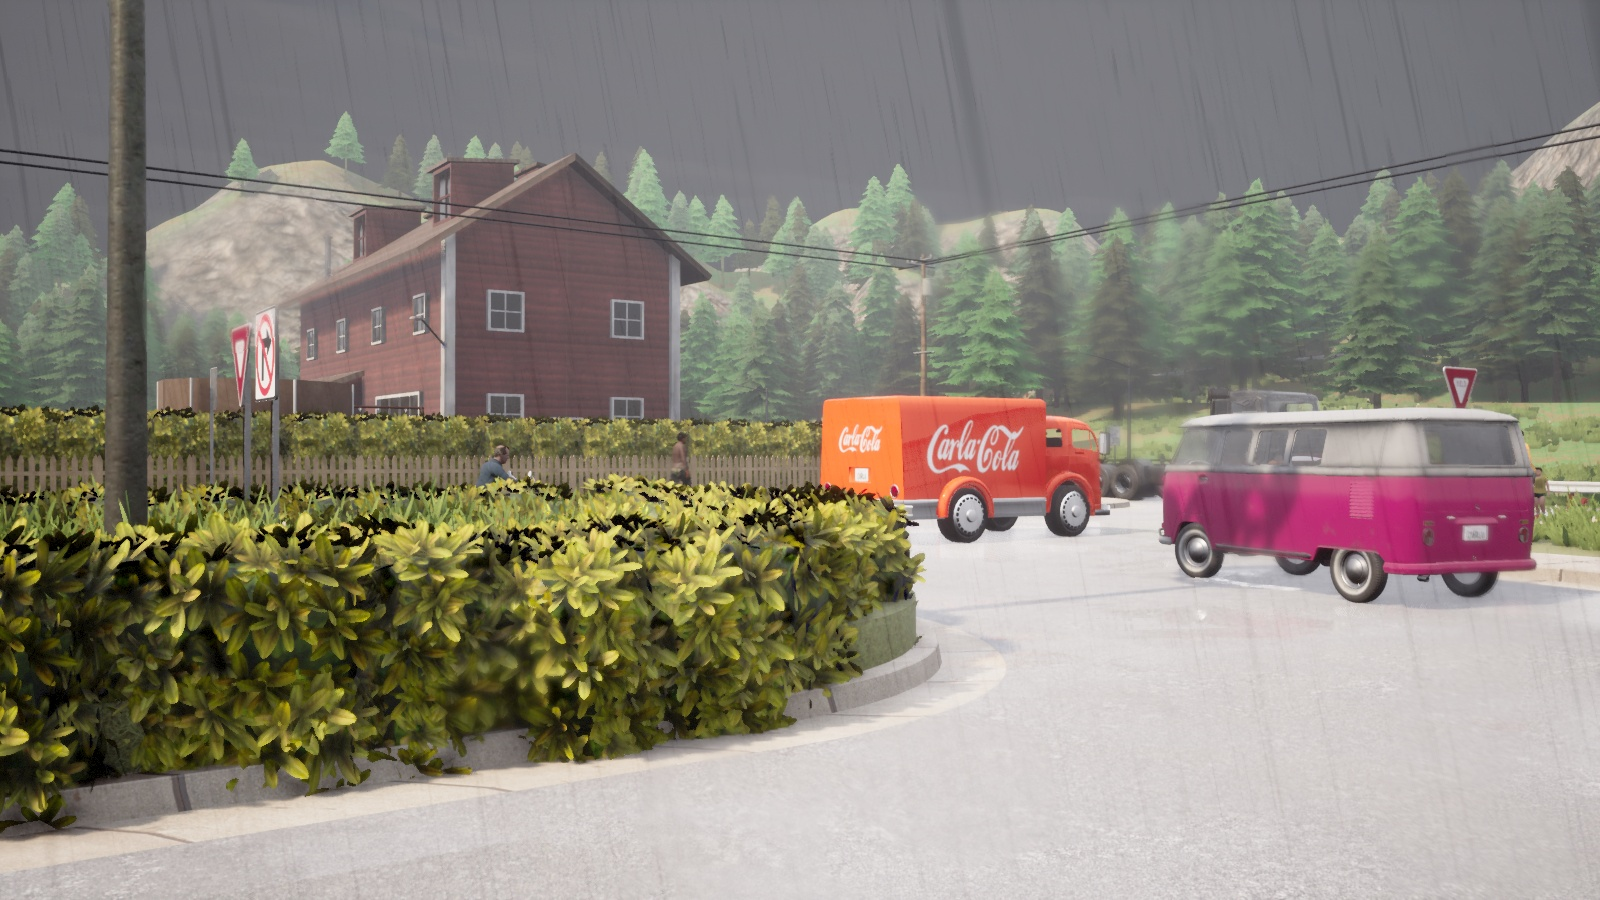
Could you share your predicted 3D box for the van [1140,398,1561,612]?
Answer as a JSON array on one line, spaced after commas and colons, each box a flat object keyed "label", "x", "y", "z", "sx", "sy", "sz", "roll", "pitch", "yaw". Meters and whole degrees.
[{"label": "van", "x": 5.870, "y": 0.520, "z": 14.076, "sx": 1.775, "sy": 1.987, "sz": 4.442, "roll": 0, "pitch": 0, "yaw": -19}]

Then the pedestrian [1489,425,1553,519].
[{"label": "pedestrian", "x": 14.509, "y": 0.431, "z": 25.293, "sx": 0.900, "sy": 1.855, "sz": 0.874, "roll": 0, "pitch": 0, "yaw": 12}]

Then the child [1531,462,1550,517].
[{"label": "child", "x": 15.305, "y": 0.808, "z": 25.950, "sx": 0.255, "sy": 1.110, "sz": 0.394, "roll": 0, "pitch": 0, "yaw": 45}]

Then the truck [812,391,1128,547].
[{"label": "truck", "x": 3.098, "y": 0.306, "z": 22.486, "sx": 5.204, "sy": 2.467, "sz": 2.627, "roll": 0, "pitch": 0, "yaw": -35}]

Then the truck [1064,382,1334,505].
[{"label": "truck", "x": 12.222, "y": -0.167, "z": 39.272, "sx": 2.891, "sy": 3.462, "sz": 7.936, "roll": 0, "pitch": 0, "yaw": -34}]

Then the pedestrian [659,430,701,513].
[{"label": "pedestrian", "x": -2.642, "y": 0.473, "z": 27.678, "sx": 0.869, "sy": 1.805, "sz": 0.328, "roll": 0, "pitch": 0, "yaw": -35}]
